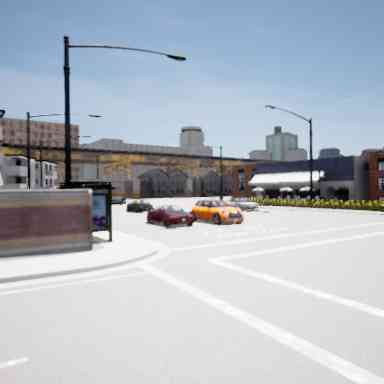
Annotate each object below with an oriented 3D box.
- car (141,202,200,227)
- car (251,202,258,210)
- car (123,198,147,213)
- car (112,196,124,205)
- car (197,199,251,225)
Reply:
[{"bbox_3d":[-1.591,1.626,23.316,1.994,1.385,4.181,-1,1,-32],"label":"car"},{"bbox_3d":[5.441,1.476,38.696,1.895,1.301,4.718,-1,0,-32],"label":"car"},{"bbox_3d":[-5.707,1.581,36.693,1.994,1.385,4.181,-1,0,-31],"label":"car"},{"bbox_3d":[-12.832,1.434,57.621,1.882,1.535,5.008,-1,0,1],"label":"car"},{"bbox_3d":[1.787,1.369,24.513,2.097,1.767,4.553,-1,0,-32],"label":"car"}]
